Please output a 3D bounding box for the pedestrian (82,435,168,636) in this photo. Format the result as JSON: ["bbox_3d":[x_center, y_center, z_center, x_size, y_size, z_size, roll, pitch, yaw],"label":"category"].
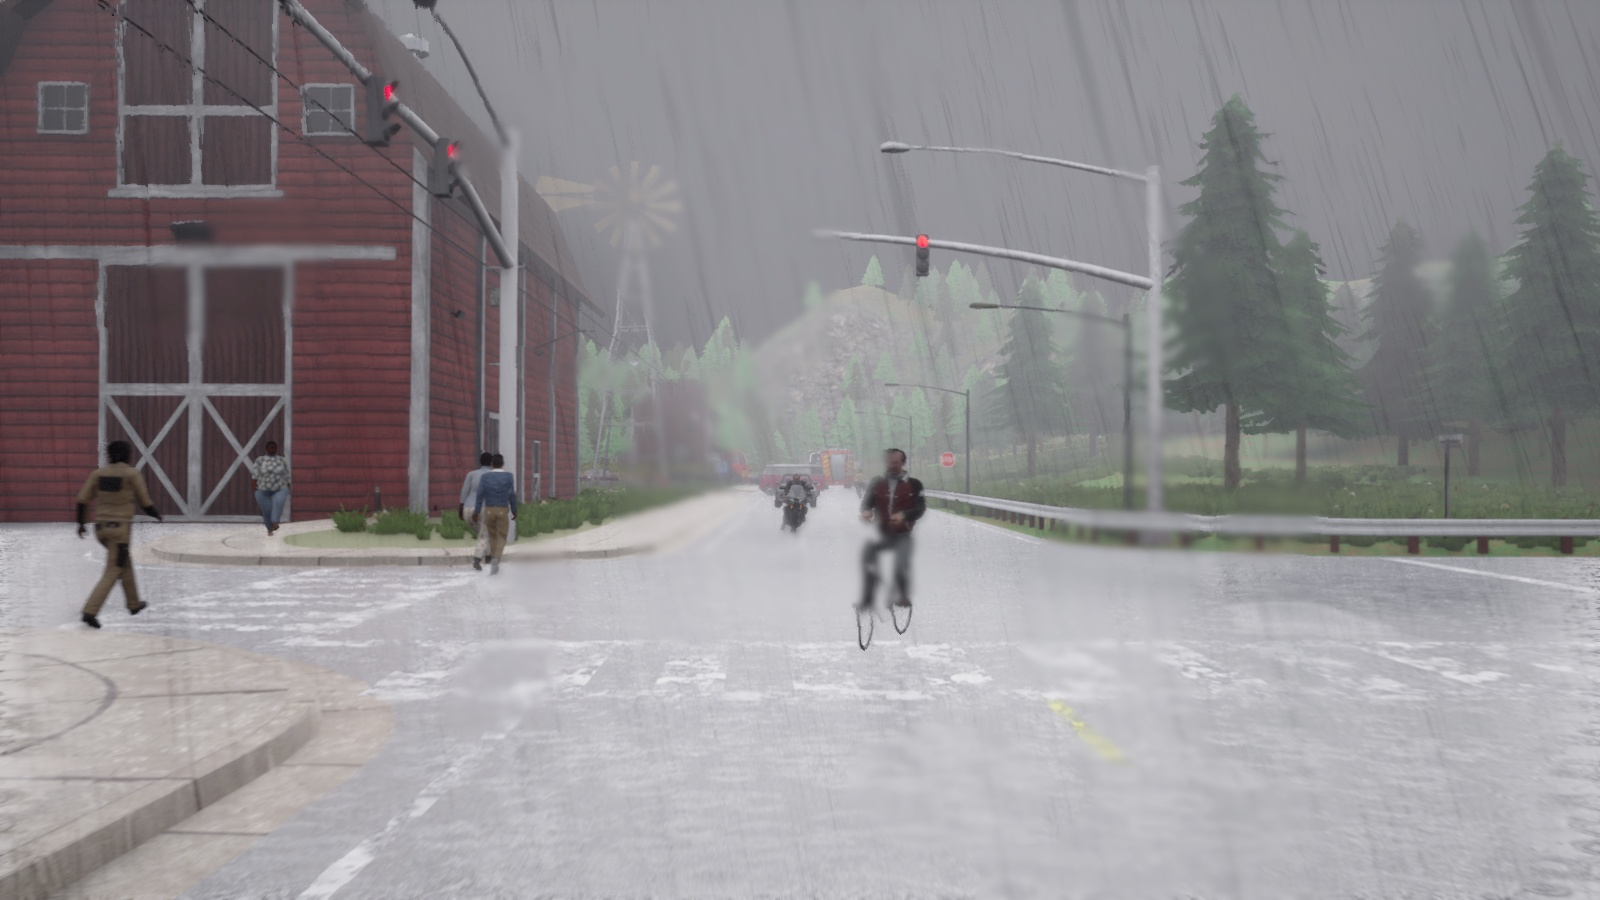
[{"bbox_3d":[-6.654,0.824,12.393,0.396,1.930,0.692,0,-1,10],"label":"pedestrian"}]

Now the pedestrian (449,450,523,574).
[{"bbox_3d":[-4.783,0.930,19.191,0.874,1.855,0.900,0,-1,2],"label":"pedestrian"}]

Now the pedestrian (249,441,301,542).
[{"bbox_3d":[-9.884,0.775,23.615,0.874,1.855,0.900,0,-1,-24],"label":"pedestrian"}]

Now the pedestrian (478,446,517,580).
[{"bbox_3d":[-4.471,0.919,18.589,0.423,1.949,0.788,0,-1,-4],"label":"pedestrian"}]

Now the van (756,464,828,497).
[{"bbox_3d":[-0.544,1.885,78.620,4.442,1.987,1.775,-1,-2,41],"label":"van"}]

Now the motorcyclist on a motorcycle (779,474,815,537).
[{"bbox_3d":[-0.074,1.382,31.772,0.866,1.530,2.191,0,-1,0],"label":"motorcyclist on a motorcycle"}]

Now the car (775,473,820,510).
[{"bbox_3d":[-0.124,1.715,52.949,1.816,1.474,4.193,0,-1,0],"label":"car"}]

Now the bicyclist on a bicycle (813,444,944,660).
[{"bbox_3d":[0.752,0.859,11.378,0.659,1.776,1.843,1,-1,20],"label":"bicyclist on a bicycle"}]
